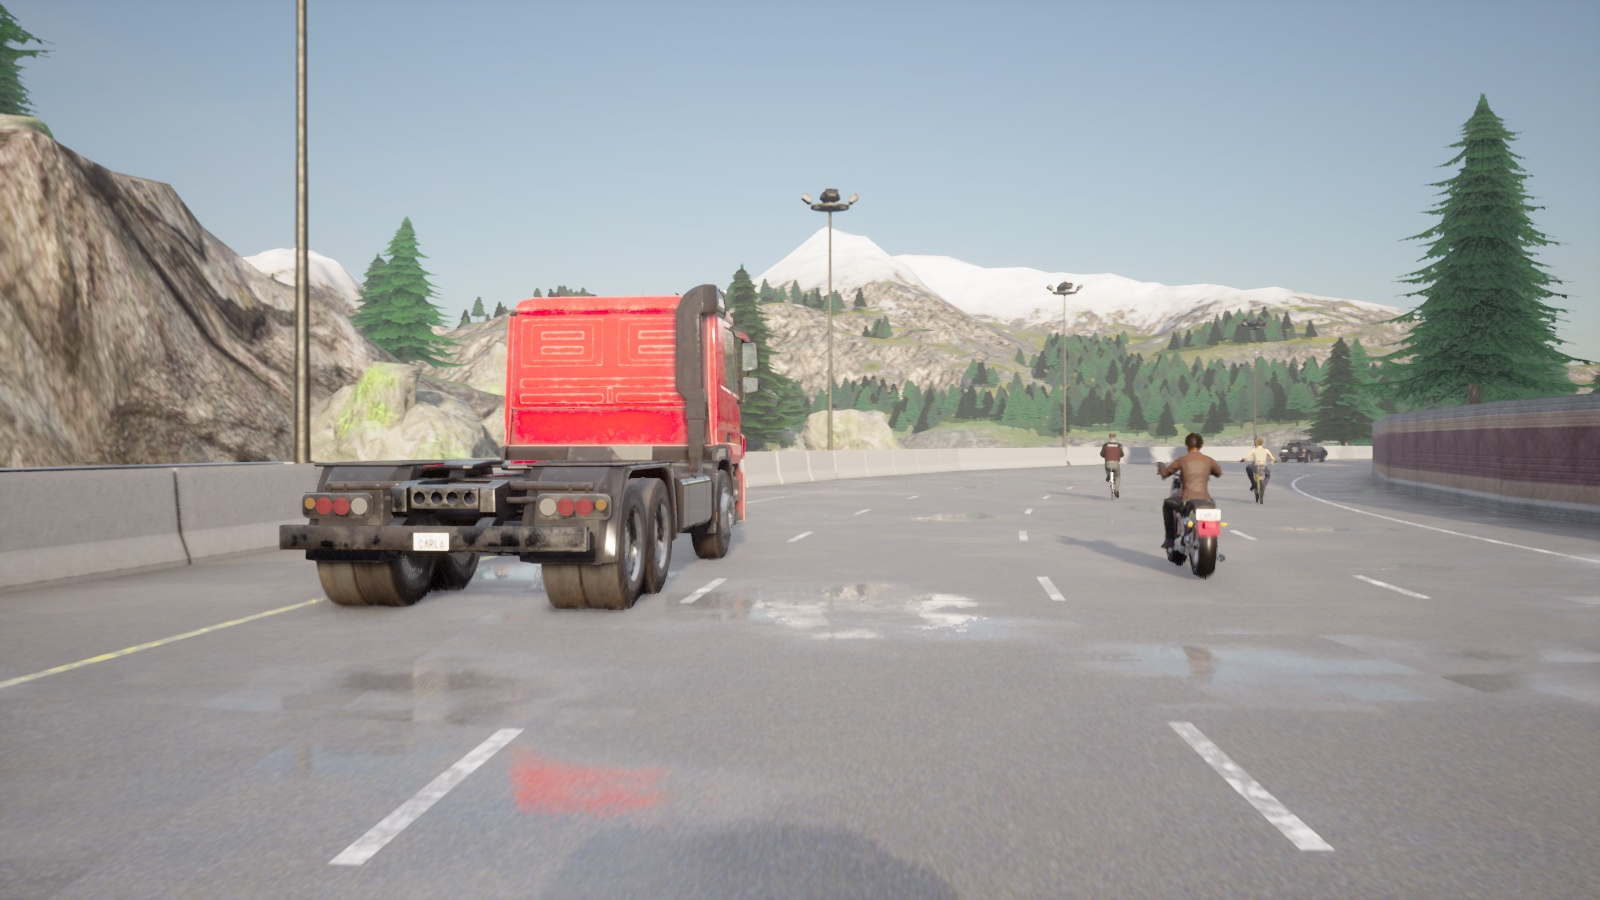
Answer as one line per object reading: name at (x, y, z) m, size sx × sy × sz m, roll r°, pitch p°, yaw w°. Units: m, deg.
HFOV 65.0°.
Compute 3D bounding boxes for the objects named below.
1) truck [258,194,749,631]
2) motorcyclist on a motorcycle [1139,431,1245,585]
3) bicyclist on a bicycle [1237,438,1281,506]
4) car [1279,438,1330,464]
truck at (-2.565, -0.317, 14.030) m, size 2.891 × 3.462 × 7.936 m, roll 0°, pitch 0°, yaw 6°
motorcyclist on a motorcycle at (4.543, 0.619, 14.724) m, size 0.766 × 1.649 × 2.350 m, roll 1°, pitch 0°, yaw 7°
bicyclist on a bicycle at (11.253, 0.522, 30.807) m, size 0.866 × 1.612 × 1.509 m, roll 0°, pitch 0°, yaw 14°
car at (36.927, 0.087, 91.874) m, size 1.932 × 1.855 × 4.605 m, roll 0°, pitch 0°, yaw 43°
